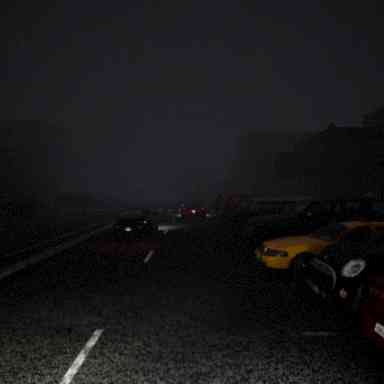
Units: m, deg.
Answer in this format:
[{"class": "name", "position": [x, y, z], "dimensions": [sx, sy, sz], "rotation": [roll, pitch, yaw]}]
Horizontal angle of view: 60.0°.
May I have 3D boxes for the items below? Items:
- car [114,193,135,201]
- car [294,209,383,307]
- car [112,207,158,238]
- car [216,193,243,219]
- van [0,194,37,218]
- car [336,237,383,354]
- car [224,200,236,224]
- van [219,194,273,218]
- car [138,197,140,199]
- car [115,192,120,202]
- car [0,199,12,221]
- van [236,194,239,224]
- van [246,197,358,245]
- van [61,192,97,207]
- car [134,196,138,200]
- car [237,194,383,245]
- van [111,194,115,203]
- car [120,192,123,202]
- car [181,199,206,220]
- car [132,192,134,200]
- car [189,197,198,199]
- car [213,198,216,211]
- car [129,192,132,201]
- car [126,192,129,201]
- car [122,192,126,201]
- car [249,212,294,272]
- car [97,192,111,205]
[{"class": "car", "position": [-15.904, 1.129, 78.430], "dimensions": [4.553, 1.767, 2.185], "rotation": [0, 0, 0]}, {"class": "car", "position": [4.740, 1.353, 6.713], "dimensions": [4.553, 1.767, 2.185], "rotation": [0, 0, 0]}, {"class": "car", "position": [-2.896, 1.504, 17.426], "dimensions": [1.812, 1.442, 4.674], "rotation": [0, 0, 0]}, {"class": "car", "position": [4.749, 1.185, 23.389], "dimensions": [5.566, 2.045, 2.435], "rotation": [0, 0, 0]}, {"class": "van", "position": [-15.948, 1.183, 28.809], "dimensions": [4.442, 1.987, 1.878], "rotation": [0, 0, 0]}, {"class": "car", "position": [4.704, 1.480, 3.935], "dimensions": [5.008, 1.535, 2.097], "rotation": [0, 0, 0]}, {"class": "car", "position": [4.708, 1.449, 20.489], "dimensions": [4.892, 1.521, 2.231], "rotation": [0, 0, 0]}, {"class": "van", "position": [4.618, 1.181, 28.948], "dimensions": [4.442, 1.987, 1.878], "rotation": [0, 0, 0]}, {"class": "car", "position": [-15.761, 1.297, 83.942], "dimensions": [5.366, 1.575, 1.946], "rotation": [0, -1, 0]}, {"class": "car", "position": [-15.901, 1.208, 59.137], "dimensions": [5.008, 1.535, 2.097], "rotation": [0, 0, 0]}, {"class": "car", "position": [-15.791, 1.467, 23.292], "dimensions": [4.792, 1.488, 2.163], "rotation": [0, 0, 0]}, {"class": "van", "position": [4.830, 1.232, 17.706], "dimensions": [4.442, 1.987, 1.878], "rotation": [0, 0, 0]}, {"class": "van", "position": [4.826, 1.240, 15.052], "dimensions": [4.442, 1.987, 1.878], "rotation": [0, 0, 0]}, {"class": "van", "position": [-15.750, 1.058, 45.354], "dimensions": [4.442, 1.987, 1.878], "rotation": [0, 1, 0]}, {"class": "car", "position": [-15.959, 0.986, 75.675], "dimensions": [5.566, 2.045, 2.435], "rotation": [0, 0, 0]}, {"class": "car", "position": [4.678, 1.220, 12.153], "dimensions": [5.566, 2.045, 2.435], "rotation": [0, 0, 0]}, {"class": "van", "position": [-16.005, 0.990, 56.502], "dimensions": [4.442, 1.987, 1.878], "rotation": [0, 0, 0]}, {"class": "car", "position": [-15.871, 1.234, 61.893], "dimensions": [4.792, 1.488, 2.163], "rotation": [0, 0, 0]}, {"class": "car", "position": [0.118, 1.479, 27.509], "dimensions": [1.994, 1.385, 4.181], "rotation": [0, 0, 0]}, {"class": "car", "position": [-15.929, 1.223, 72.918], "dimensions": [5.008, 1.535, 2.097], "rotation": [0, 0, 0]}, {"class": "car", "position": [0.182, 1.386, 42.999], "dimensions": [1.994, 1.385, 4.181], "rotation": [0, 1, 0]}, {"class": "car", "position": [4.771, 1.138, 31.725], "dimensions": [5.566, 2.045, 2.435], "rotation": [0, 0, 0]}, {"class": "car", "position": [-15.913, 1.213, 70.162], "dimensions": [5.008, 1.535, 2.097], "rotation": [0, 0, 0]}, {"class": "car", "position": [-15.918, 1.207, 67.405], "dimensions": [4.892, 1.521, 2.231], "rotation": [0, 0, 0]}, {"class": "car", "position": [-15.914, 1.205, 64.649], "dimensions": [4.892, 1.521, 2.231], "rotation": [0, 0, 0]}, {"class": "car", "position": [4.523, 1.474, 9.370], "dimensions": [5.366, 1.575, 1.946], "rotation": [0, 0, 0]}, {"class": "car", "position": [-15.849, 0.991, 50.865], "dimensions": [5.566, 2.045, 2.435], "rotation": [0, 0, 0]}]
